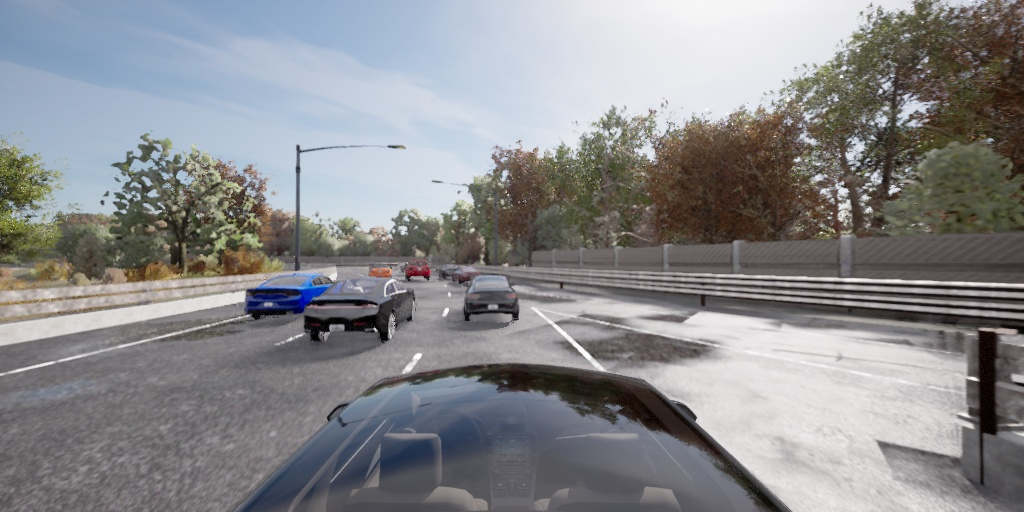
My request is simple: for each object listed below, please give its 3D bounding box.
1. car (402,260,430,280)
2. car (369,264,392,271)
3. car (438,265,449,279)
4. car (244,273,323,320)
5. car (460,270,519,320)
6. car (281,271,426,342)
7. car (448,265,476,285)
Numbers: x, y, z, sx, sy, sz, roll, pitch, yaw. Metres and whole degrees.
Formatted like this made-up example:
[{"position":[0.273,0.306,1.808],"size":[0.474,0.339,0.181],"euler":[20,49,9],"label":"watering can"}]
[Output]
[{"position":[-9.780,1.429,36.977],"size":[2.150,2.045,5.566],"euler":[0,-1,-19],"label":"car"},{"position":[-13.450,1.560,36.673],"size":[2.097,1.767,4.553],"euler":[0,-1,-20],"label":"car"},{"position":[-6.835,1.722,38.985],"size":[2.128,1.511,4.902],"euler":[0,-1,-20],"label":"car"},{"position":[-7.851,1.387,13.591],"size":[1.882,1.535,5.008],"euler":[0,-1,-7],"label":"car"},{"position":[-0.810,1.423,13.241],"size":[1.812,1.442,4.674],"euler":[0,-1,-6],"label":"car"},{"position":[-3.974,1.351,10.124],"size":[2.128,1.511,4.902],"euler":[0,-1,-5],"label":"car"},{"position":[-3.966,1.651,30.998],"size":[1.812,1.442,4.674],"euler":[0,-1,-20],"label":"car"}]
